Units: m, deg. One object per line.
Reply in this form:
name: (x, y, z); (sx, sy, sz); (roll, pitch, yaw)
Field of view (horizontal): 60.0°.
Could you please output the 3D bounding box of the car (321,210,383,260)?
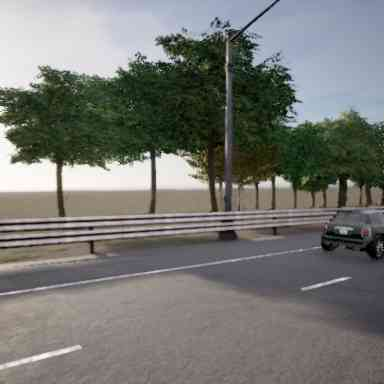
car: (7.255, 1.487, 13.320); (4.553, 1.767, 2.097); (1, 0, -35)
